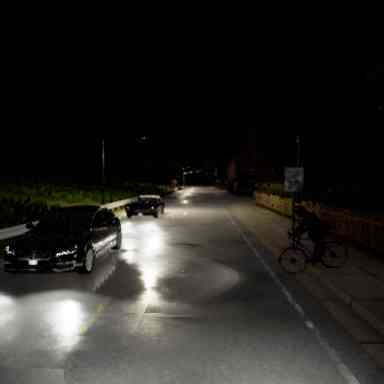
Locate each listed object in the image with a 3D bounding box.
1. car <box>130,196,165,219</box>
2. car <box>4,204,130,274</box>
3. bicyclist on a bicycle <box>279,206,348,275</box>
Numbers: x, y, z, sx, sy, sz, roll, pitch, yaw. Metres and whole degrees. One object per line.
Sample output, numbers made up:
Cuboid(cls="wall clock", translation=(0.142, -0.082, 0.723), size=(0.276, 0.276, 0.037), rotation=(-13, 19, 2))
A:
Cuboid(cls="car", translation=(-2.910, 0.931, 21.474), size=(1.895, 1.301, 4.718), rotation=(0, 2, 2))
Cuboid(cls="car", translation=(-3.338, 1.193, 9.573), size=(1.837, 1.490, 4.892), rotation=(0, 2, 2))
Cuboid(cls="bicyclist on a bicycle", translation=(2.836, 1.122, 7.948), size=(1.656, 1.620, 0.582), rotation=(-9, 1, 2))
